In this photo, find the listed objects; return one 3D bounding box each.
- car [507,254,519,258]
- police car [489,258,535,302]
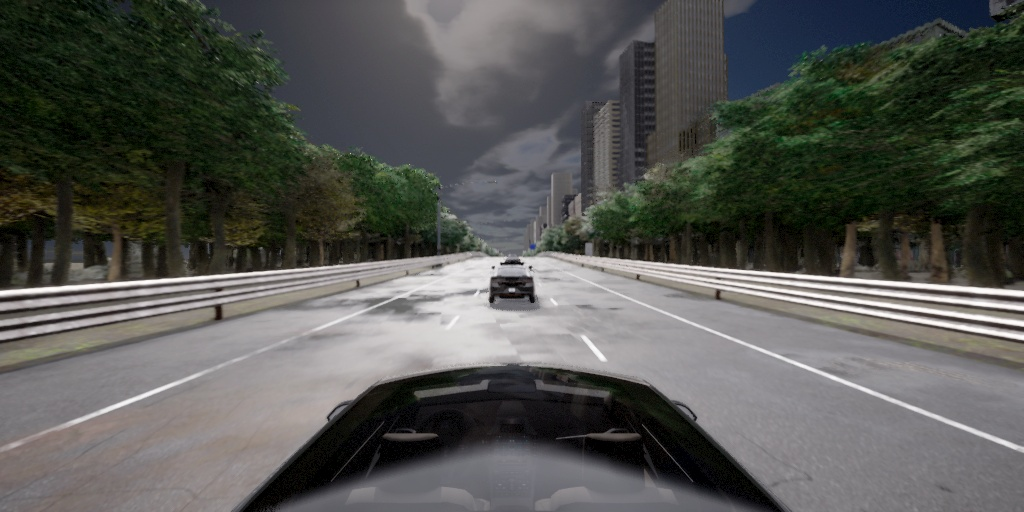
[{"bbox_3d":[0.098,0.743,39.612,1.837,1.490,4.892,0,1,0],"label":"car"},{"bbox_3d":[-0.002,1.082,16.523,1.930,1.638,5.238,0,1,0],"label":"police car"}]
